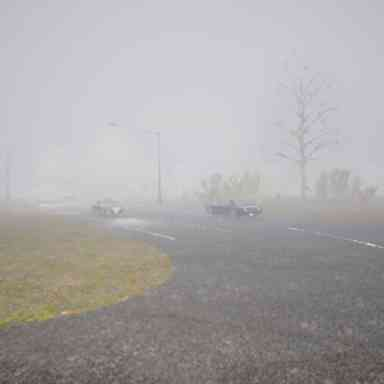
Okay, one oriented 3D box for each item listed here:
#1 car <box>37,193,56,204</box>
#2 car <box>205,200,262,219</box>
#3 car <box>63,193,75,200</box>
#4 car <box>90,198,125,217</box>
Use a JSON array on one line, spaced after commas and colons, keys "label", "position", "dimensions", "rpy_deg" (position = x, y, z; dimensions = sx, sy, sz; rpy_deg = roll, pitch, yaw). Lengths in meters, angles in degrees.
[{"label": "car", "position": [-23.057, 1.172, 53.172], "dimensions": [1.895, 1.301, 4.718], "rpy_deg": [-1, 1, -32]}, {"label": "car", "position": [2.983, 1.260, 25.161], "dimensions": [1.895, 1.301, 4.718], "rpy_deg": [-1, 1, -32]}, {"label": "car", "position": [-26.545, 0.859, 71.771], "dimensions": [2.128, 1.511, 4.902], "rpy_deg": [-1, 1, -32]}, {"label": "car", "position": [-7.228, 1.229, 28.201], "dimensions": [2.128, 1.511, 4.902], "rpy_deg": [-1, 1, -32]}]
